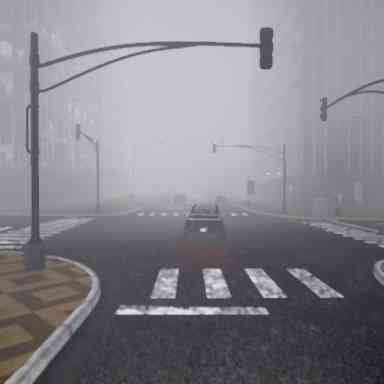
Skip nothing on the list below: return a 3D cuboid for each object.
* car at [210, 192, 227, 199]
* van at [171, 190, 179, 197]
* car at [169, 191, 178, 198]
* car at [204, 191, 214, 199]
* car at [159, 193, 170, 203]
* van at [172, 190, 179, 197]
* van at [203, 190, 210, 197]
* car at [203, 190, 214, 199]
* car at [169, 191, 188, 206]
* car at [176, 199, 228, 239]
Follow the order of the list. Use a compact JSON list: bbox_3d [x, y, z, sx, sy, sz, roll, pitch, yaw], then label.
[{"bbox_3d":[3.863,1.067,45.278,1.947,1.339,4.313,0,1,0],"label":"car"},{"bbox_3d":[-4.288,0.374,83.919,1.690,1.788,3.998,0,1,0],"label":"van"},{"bbox_3d":[-4.256,0.541,78.393,1.967,1.590,4.097,0,1,0],"label":"car"},{"bbox_3d":[3.656,0.609,72.911,1.967,1.590,4.097,0,1,0],"label":"car"},{"bbox_3d":[-4.098,1.019,50.759,1.802,1.307,4.206,0,1,0],"label":"car"},{"bbox_3d":[-4.319,0.306,89.446,1.690,1.788,3.998,0,1,0],"label":"van"},{"bbox_3d":[3.593,0.373,83.964,1.690,1.788,3.998,0,1,0],"label":"van"},{"bbox_3d":[3.688,0.552,67.382,2.192,1.841,5.009,0,1,0],"label":"car"},{"bbox_3d":[-1.581,1.000,43.455,1.882,1.535,5.008,0,0,0],"label":"car"},{"bbox_3d":[0.691,1.339,16.295,2.128,1.511,4.902,1,1,5],"label":"car"}]
